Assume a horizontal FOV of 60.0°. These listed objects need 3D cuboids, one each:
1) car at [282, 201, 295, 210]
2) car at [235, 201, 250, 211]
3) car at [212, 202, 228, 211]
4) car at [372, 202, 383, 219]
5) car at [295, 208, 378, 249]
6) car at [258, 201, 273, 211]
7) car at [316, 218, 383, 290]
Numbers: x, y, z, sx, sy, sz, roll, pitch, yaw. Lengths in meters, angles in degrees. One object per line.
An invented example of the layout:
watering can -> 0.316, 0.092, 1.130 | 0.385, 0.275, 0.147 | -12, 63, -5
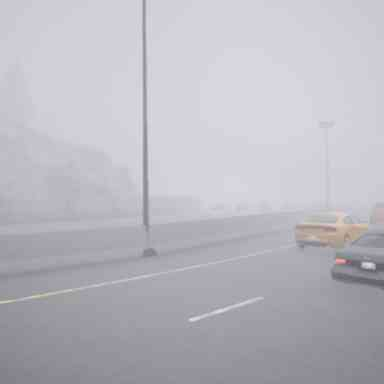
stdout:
car -> 15.977, 2.227, 55.059 | 2.033, 1.411, 5.357 | -1, -1, 12
car -> 8.051, 2.240, 52.337 | 1.837, 1.490, 4.892 | -1, -1, 15
car -> 4.422, 2.342, 52.415 | 1.994, 1.385, 4.181 | -1, -1, 16
car -> 15.581, 1.587, 26.550 | 2.097, 1.767, 4.553 | -1, -1, 32
car -> 6.302, 1.638, 14.566 | 1.882, 1.535, 5.008 | -1, -2, 43
car -> 11.533, 2.190, 51.860 | 1.837, 1.490, 4.892 | -1, -1, 15
car -> 5.598, 1.626, 8.866 | 5.357, 1.411, 2.033 | 0, -1, -44
